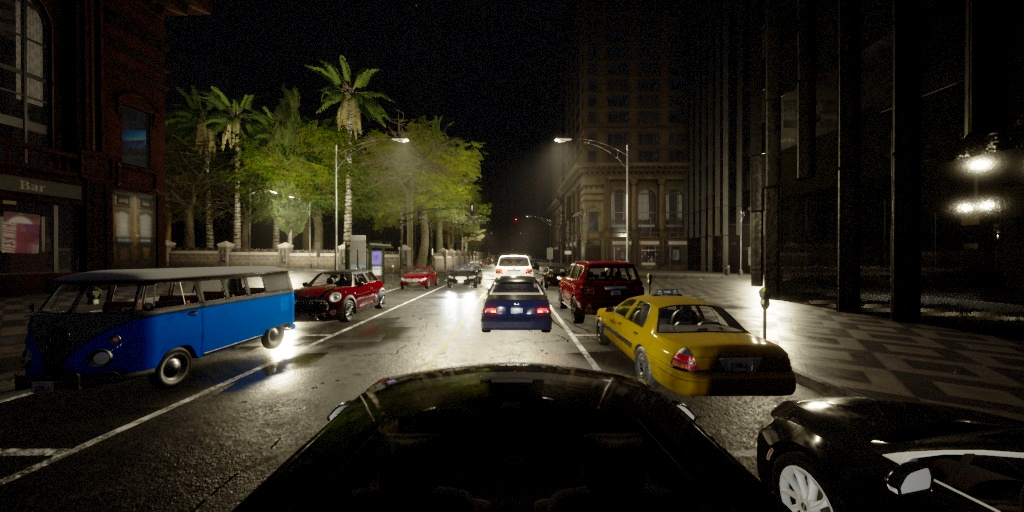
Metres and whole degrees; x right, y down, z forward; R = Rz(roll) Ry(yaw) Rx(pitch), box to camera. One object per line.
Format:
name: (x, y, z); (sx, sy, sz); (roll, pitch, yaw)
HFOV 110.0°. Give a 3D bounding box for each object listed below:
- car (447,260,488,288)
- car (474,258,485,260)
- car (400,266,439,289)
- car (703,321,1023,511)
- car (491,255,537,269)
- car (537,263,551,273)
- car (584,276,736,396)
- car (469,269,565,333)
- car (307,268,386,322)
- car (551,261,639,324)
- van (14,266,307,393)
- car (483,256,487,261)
car: (-2.997, 1.239, 23.422); (2.128, 1.511, 4.902); (0, 0, 0)
car: (-5.752, 1.269, 54.637); (2.007, 1.370, 4.403); (0, 0, 0)
car: (-5.759, 1.324, 22.778); (1.802, 1.307, 4.207); (0, 0, 0)
car: (2.762, 1.300, 1.057); (2.007, 1.370, 4.403); (0, 0, 0)
car: (0.105, 0.965, 21.299); (2.150, 2.045, 5.566); (0, 0, 0)
car: (2.767, 1.308, 22.758); (1.948, 1.339, 4.313); (0, 0, 0)
car: (2.763, 1.274, 6.652); (1.751, 1.417, 4.829); (0, 0, 0)
car: (0.105, 1.295, 10.728); (2.033, 1.411, 5.357); (0, 0, 0)
car: (-5.761, 1.187, 11.925); (1.967, 1.591, 4.097); (0, 0, 0)
car: (2.764, 1.062, 11.908); (2.192, 1.841, 5.009); (0, 0, 0)
van: (-5.762, 1.090, 6.499); (1.690, 1.789, 3.998); (0, 0, 0)
car: (-5.750, 1.153, 60.057); (1.967, 1.591, 4.097); (0, 0, 0)
